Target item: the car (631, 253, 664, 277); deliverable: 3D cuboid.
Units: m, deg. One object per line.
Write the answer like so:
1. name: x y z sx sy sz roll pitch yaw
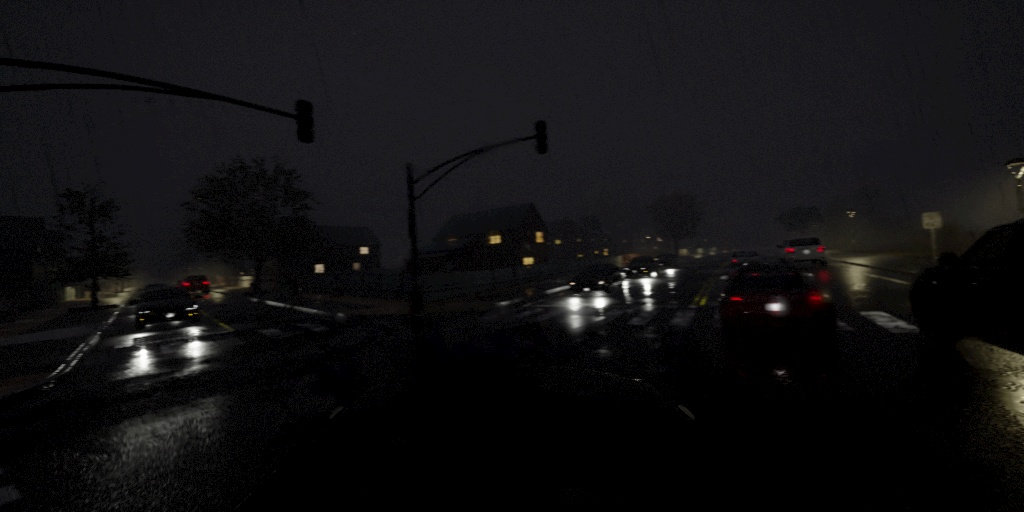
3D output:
1. car: 9.990 0.768 27.557 1.837 1.490 4.892 -5 -1 33

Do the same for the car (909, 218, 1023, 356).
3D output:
1. car: 7.226 0.451 4.226 2.150 2.045 5.566 -5 -1 31

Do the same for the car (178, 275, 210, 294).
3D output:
1. car: -34.119 3.079 38.476 5.566 2.045 2.150 -3 -1 44

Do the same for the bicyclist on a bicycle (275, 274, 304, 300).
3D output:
1. bicyclist on a bicycle: -14.455 2.009 23.260 0.582 1.620 1.656 -4 -1 44

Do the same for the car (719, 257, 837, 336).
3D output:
1. car: 6.213 0.916 8.766 1.994 1.385 4.181 -5 -1 31

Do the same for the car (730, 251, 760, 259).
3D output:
1. car: 18.024 0.264 27.749 1.895 1.301 4.718 -5 -1 33

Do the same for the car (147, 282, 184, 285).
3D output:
1. car: -21.980 2.617 22.448 5.357 1.411 2.033 -4 -1 45

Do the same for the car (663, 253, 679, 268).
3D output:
1. car: 15.401 0.456 35.943 1.837 1.490 4.892 -5 -1 34

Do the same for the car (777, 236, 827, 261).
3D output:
1. car: 20.053 -0.300 24.950 2.150 2.045 5.566 -5 -1 33

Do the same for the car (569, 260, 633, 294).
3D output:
1. car: 4.728 1.118 19.203 2.033 1.411 5.357 -5 -1 28

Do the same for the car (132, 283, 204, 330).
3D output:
1. car: -14.923 2.143 15.512 4.892 1.490 1.837 -3 -1 44
